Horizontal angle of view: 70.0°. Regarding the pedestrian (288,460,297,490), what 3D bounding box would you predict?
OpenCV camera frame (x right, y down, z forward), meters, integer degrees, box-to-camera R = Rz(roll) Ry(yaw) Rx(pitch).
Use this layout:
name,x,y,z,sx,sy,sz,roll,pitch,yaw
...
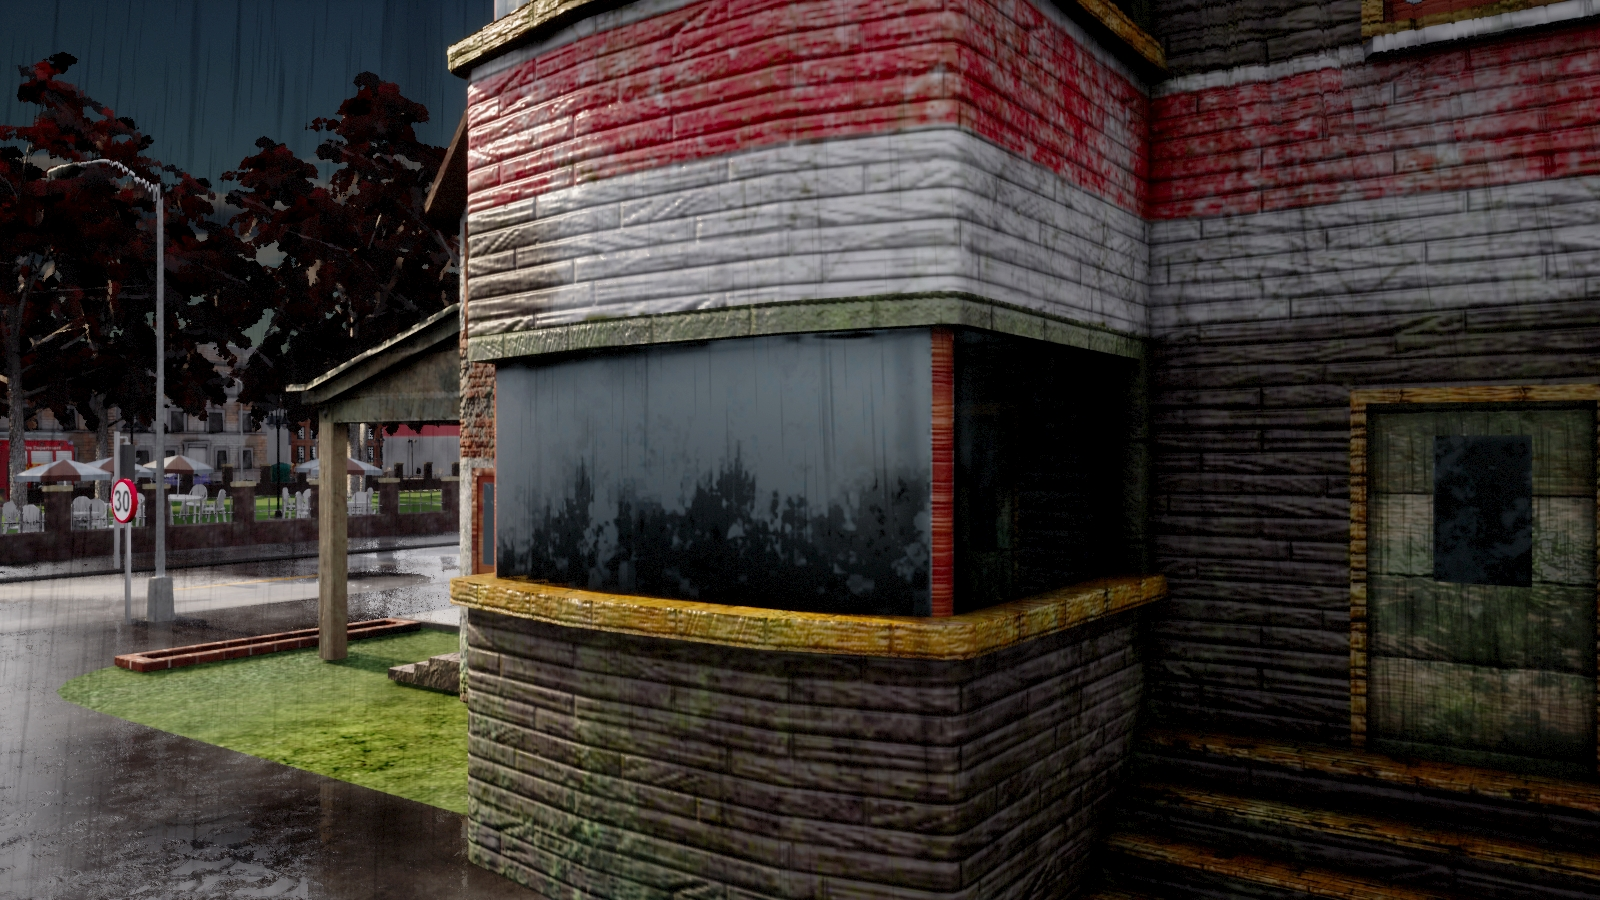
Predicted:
name,x,y,z,sx,sy,sz,roll,pitch,yaw
pedestrian,-31.285,1.524,70.393,0.375,1.860,0.375,0,0,37
